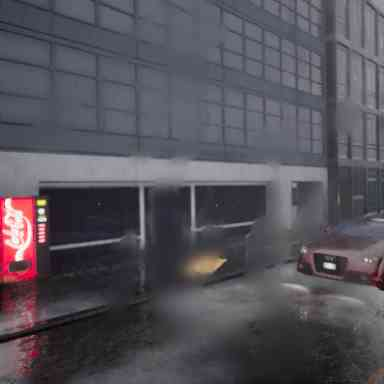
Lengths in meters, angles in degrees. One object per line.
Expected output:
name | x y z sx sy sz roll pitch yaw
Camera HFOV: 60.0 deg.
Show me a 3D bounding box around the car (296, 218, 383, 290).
car | 4.525 1.391 8.556 4.181 1.385 1.994 -2 1 -40
